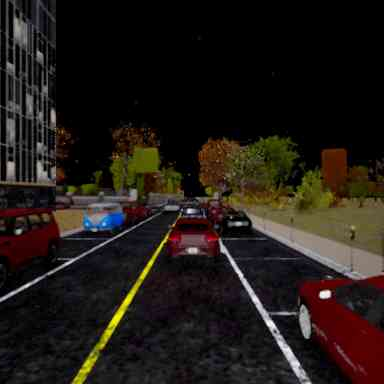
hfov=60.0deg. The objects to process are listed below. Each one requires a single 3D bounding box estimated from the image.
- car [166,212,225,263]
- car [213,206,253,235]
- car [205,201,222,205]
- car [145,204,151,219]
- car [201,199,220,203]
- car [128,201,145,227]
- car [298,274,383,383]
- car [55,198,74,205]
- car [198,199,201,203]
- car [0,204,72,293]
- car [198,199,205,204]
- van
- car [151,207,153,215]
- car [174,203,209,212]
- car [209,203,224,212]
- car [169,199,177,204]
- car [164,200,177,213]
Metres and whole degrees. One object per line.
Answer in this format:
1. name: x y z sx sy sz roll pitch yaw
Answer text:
1. car: 0.049 1.671 12.517 1.812 1.442 4.674 0 -1 0
2. car: 2.555 1.801 20.298 1.947 1.339 4.313 -1 -1 0
3. car: 2.570 1.925 32.598 1.887 1.381 4.507 -1 -1 0
4. car: -5.326 1.910 31.350 1.887 1.381 4.507 -1 -1 0
5. car: 2.680 1.799 41.237 2.192 1.841 5.009 -1 -1 0
6. car: -5.328 1.615 25.806 2.192 1.841 5.009 -1 -1 0
7. car: 2.556 1.588 3.676 1.887 1.381 4.507 -1 -1 0
8. car: -25.677 2.078 65.154 5.009 1.841 2.192 0 0 -1
9. car: 2.605 2.425 83.167 1.967 1.590 4.097 -1 -1 0
10. car: -5.327 1.421 9.164 2.192 1.841 5.009 -1 -1 0
11. car: 2.551 2.634 91.865 1.887 1.381 4.507 -1 -1 0
12. van: -5.328 1.575 20.258 1.690 1.788 3.998 -1 -1 0
13. car: -5.398 1.998 36.893 1.947 1.339 4.313 -1 -1 0
14. car: 0.022 1.840 25.180 2.033 1.411 5.357 0 -1 1
15. car: 2.554 1.845 25.839 1.887 1.381 4.507 -1 -1 0
16. car: -5.329 2.655 91.868 1.947 1.339 4.313 -1 -1 0
17. car: -2.792 2.138 45.740 1.895 1.301 4.718 0 -1 1
